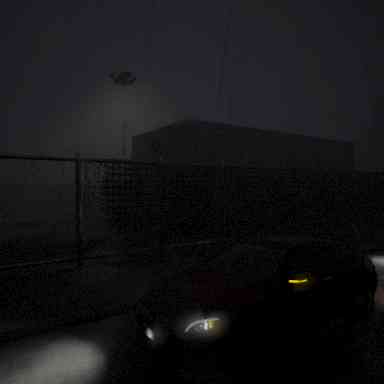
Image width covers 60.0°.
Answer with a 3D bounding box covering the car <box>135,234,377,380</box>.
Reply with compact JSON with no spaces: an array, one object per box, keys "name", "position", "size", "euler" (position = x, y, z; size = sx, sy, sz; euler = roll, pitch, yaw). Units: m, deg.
[{"name":"car","position":[1.345,1.489,5.582],"size":[4.674,1.442,1.812],"euler":[-1,0,-36]}]
